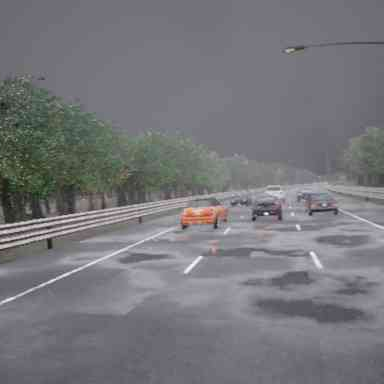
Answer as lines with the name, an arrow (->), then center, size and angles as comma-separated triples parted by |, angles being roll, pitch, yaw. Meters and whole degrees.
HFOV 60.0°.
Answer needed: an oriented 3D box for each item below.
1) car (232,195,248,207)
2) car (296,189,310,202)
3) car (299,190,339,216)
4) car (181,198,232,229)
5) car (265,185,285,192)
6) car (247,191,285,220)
car -> 5.575, 0.933, 37.351 | 1.895, 1.301, 4.718 | -3, 0, 16
car -> 13.634, 0.331, 40.071 | 1.812, 1.442, 4.674 | -3, 1, 17
car -> 8.850, 0.792, 23.053 | 2.033, 1.411, 5.357 | -3, 0, 15
car -> 0.844, 1.122, 20.051 | 2.097, 1.767, 4.553 | -3, 0, 14
car -> 9.961, 0.254, 39.987 | 2.150, 2.045, 5.566 | -3, 0, 16
car -> 5.067, 0.992, 22.364 | 1.837, 1.490, 4.892 | -3, 1, 15
